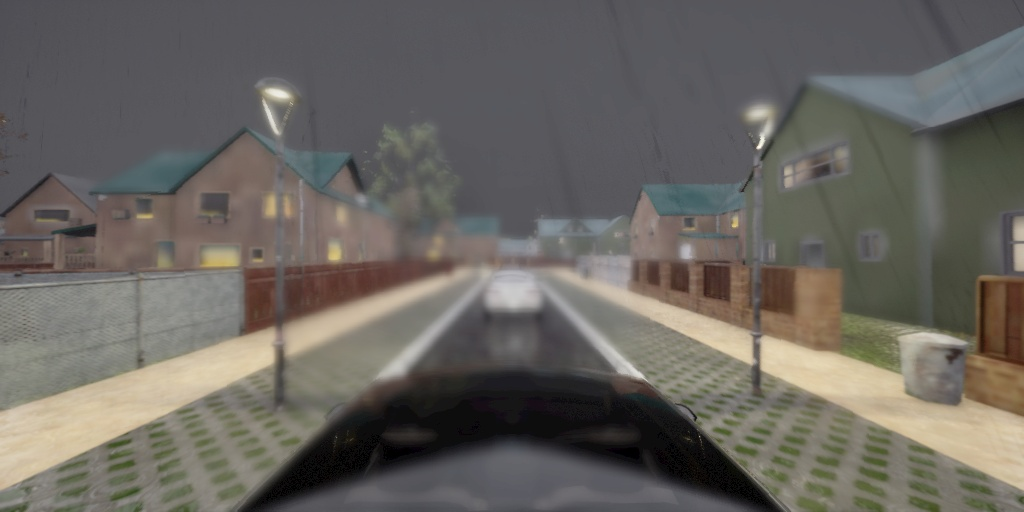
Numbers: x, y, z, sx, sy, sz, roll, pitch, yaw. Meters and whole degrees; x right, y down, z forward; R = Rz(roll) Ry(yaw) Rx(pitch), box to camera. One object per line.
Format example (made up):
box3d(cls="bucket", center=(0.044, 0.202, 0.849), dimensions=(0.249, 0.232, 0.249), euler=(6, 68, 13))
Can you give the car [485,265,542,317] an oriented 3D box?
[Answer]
box3d(cls="car", center=(0.063, 1.230, 12.863), dimensions=(1.812, 1.442, 4.674), euler=(0, 0, 0))
